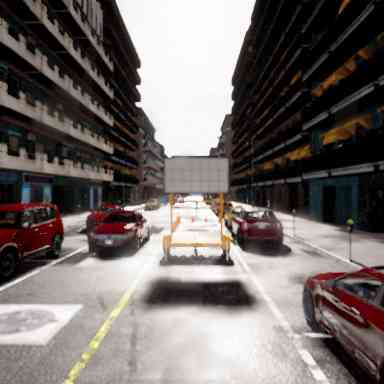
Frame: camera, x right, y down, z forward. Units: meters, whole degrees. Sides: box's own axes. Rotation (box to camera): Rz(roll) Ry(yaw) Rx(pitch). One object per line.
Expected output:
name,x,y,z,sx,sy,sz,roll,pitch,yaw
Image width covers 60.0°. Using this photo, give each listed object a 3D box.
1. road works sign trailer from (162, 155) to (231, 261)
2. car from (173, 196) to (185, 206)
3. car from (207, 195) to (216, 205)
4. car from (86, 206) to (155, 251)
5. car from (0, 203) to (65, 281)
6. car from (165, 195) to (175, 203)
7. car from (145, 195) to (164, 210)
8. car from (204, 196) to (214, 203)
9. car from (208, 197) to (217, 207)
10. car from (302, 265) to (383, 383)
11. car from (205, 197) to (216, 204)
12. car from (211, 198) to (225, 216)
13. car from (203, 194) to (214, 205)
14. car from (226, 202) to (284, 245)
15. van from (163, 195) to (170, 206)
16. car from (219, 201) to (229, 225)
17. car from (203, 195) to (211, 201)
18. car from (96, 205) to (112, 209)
road works sign trailer,0.163,0.460,12.205,2.380,3.560,2.880,0,0,1
car,-2.246,1.369,56.037,2.128,1.511,4.902,0,0,1
car,3.280,1.544,44.020,1.752,1.417,4.829,0,0,1
car,-2.912,1.521,14.118,1.812,1.442,4.674,0,0,1
car,-5.559,1.309,10.016,2.192,1.841,5.009,0,0,1
car,-4.720,1.519,72.292,1.967,1.590,4.097,0,0,1
car,-5.103,1.541,43.816,1.752,1.417,4.829,0,0,1
car,3.659,1.631,72.155,2.008,1.369,4.403,0,0,1
car,3.202,1.557,38.192,1.887,1.381,4.507,0,0,1
car,2.745,1.578,4.223,1.802,1.307,4.206,0,0,1
car,3.583,1.617,66.494,2.008,1.369,4.403,0,0,1
car,3.126,1.553,32.527,1.887,1.381,4.507,0,0,1
car,3.506,1.366,60.832,2.192,1.841,5.009,0,0,1
car,2.897,1.437,15.541,1.967,1.590,4.097,0,0,1
van,-4.950,1.377,55.308,1.690,1.788,3.998,0,0,1
car,2.976,1.526,21.373,1.752,1.417,4.829,0,0,1
car,3.888,1.573,89.139,1.967,1.590,4.097,0,0,1
car,-5.406,1.544,21.339,1.887,1.381,4.507,0,0,1
